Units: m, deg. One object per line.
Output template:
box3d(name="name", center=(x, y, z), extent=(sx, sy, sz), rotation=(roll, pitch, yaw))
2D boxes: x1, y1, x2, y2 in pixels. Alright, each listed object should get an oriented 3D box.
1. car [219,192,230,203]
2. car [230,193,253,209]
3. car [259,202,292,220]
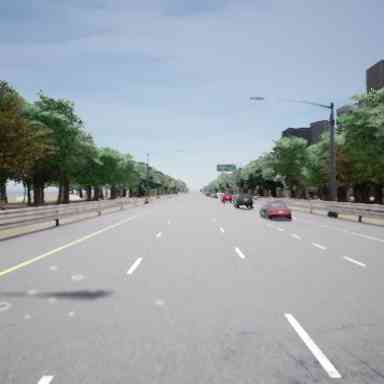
box3d(name="car", center=(7.296, 1.262, 70.207), extent=(2.150, 2.045, 5.566), rotation=(0, 0, 0))
box3d(name="car", center=(7.137, 1.242, 46.629), extent=(2.150, 2.045, 5.566), rotation=(0, 0, 0))
box3d(name="car", center=(7.055, 1.573, 28.443), extent=(1.994, 1.385, 4.181), rotation=(0, 0, 0))
